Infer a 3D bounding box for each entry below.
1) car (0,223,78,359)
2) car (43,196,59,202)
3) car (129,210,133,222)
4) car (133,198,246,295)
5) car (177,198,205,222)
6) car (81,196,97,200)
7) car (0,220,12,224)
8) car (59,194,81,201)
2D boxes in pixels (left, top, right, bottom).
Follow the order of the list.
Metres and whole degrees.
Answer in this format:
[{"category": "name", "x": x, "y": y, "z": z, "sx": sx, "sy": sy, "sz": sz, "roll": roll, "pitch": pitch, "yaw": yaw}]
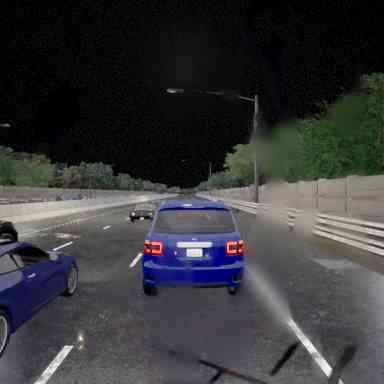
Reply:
[{"category": "car", "x": -3.460, "y": 1.528, "z": 5.638, "sx": 1.812, "sy": 1.442, "sz": 4.674, "roll": 0, "pitch": 0, "yaw": -1}, {"category": "car", "x": -25.033, "y": 1.469, "z": 59.877, "sx": 2.097, "sy": 1.767, "sz": 4.553, "roll": 0, "pitch": 0, "yaw": 0}, {"category": "car", "x": -3.632, "y": 1.625, "z": 26.187, "sx": 1.895, "sy": 1.301, "sz": 4.718, "roll": 0, "pitch": 0, "yaw": -1}, {"category": "car", "x": 0.022, "y": 1.225, "z": 8.873, "sx": 2.150, "sy": 2.045, "sz": 5.566, "roll": 0, "pitch": 0, "yaw": -1}, {"category": "car", "x": -0.139, "y": 1.379, "z": 27.490, "sx": 2.097, "sy": 1.767, "sz": 4.553, "roll": 0, "pitch": 0, "yaw": -1}, {"category": "car", "x": -18.033, "y": 1.693, "z": 60.175, "sx": 1.994, "sy": 1.385, "sz": 4.181, "roll": 0, "pitch": 0, "yaw": 0}, {"category": "car", "x": -6.978, "y": 1.226, "z": 8.962, "sx": 2.150, "sy": 2.045, "sz": 5.566, "roll": 0, "pitch": 0, "yaw": -1}, {"category": "car", "x": -21.533, "y": 1.339, "z": 60.172, "sx": 2.150, "sy": 2.045, "sz": 5.566, "roll": 0, "pitch": 0, "yaw": 0}]
